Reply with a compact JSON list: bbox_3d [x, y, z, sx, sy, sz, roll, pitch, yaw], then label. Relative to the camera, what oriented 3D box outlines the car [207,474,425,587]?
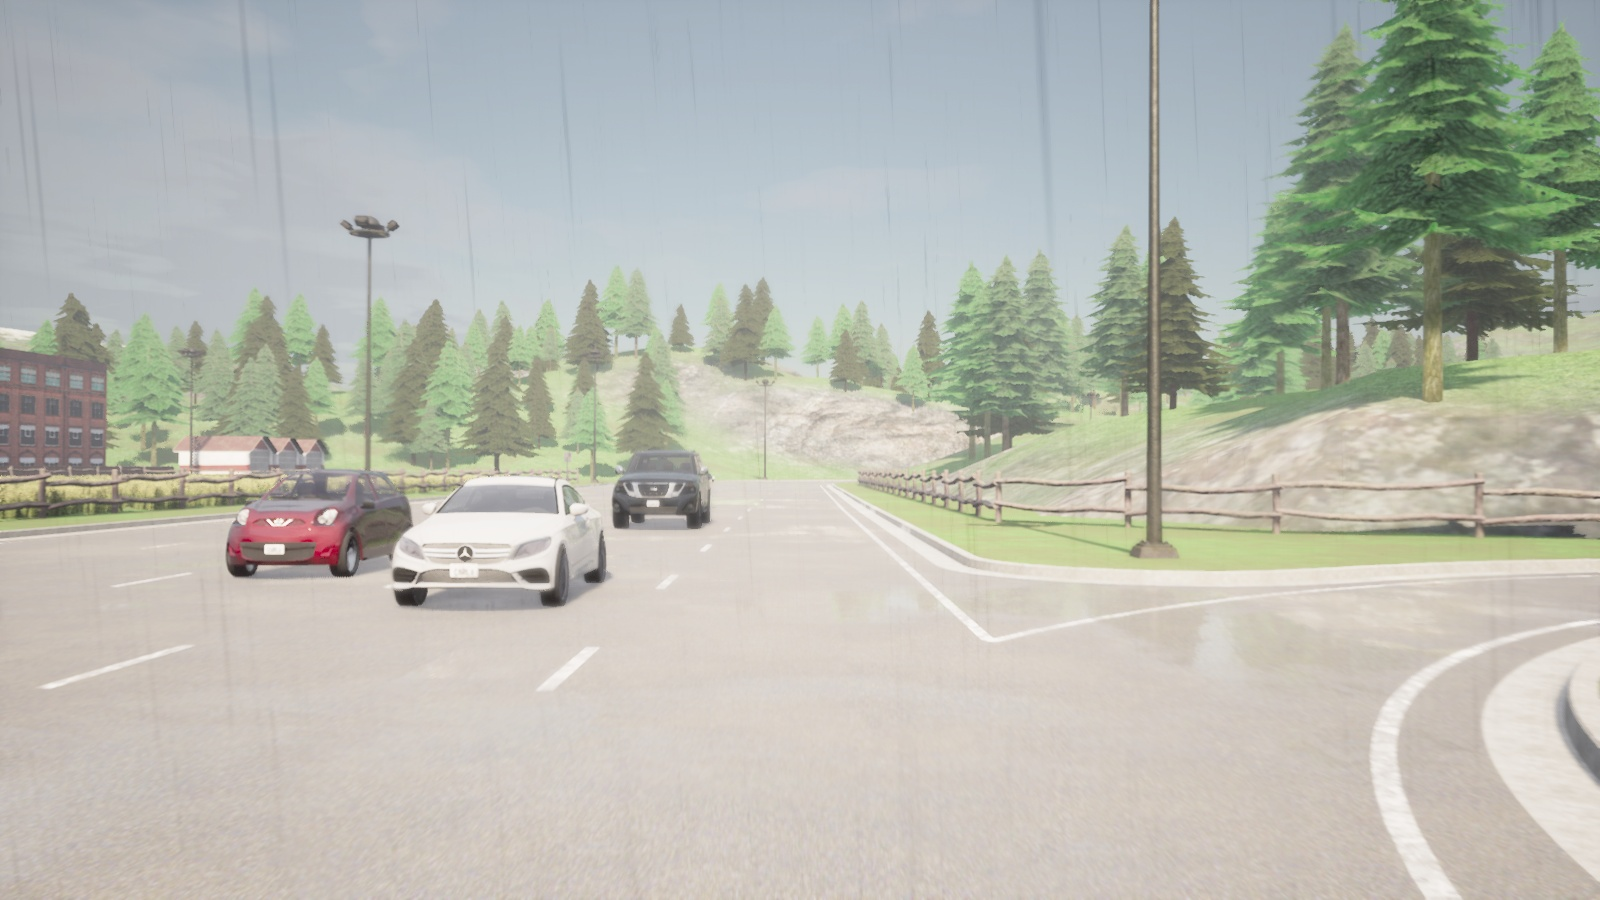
[{"bbox_3d":[-7.045,1.114,18.696,1.845,1.501,3.633,0,-1,0],"label":"car"}]

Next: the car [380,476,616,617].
[{"bbox_3d":[-3.537,1.068,15.600,1.812,1.442,4.674,0,-1,0],"label":"car"}]

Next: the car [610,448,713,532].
[{"bbox_3d":[-3.581,1.011,33.462,2.150,2.045,5.566,0,-1,0],"label":"car"}]
